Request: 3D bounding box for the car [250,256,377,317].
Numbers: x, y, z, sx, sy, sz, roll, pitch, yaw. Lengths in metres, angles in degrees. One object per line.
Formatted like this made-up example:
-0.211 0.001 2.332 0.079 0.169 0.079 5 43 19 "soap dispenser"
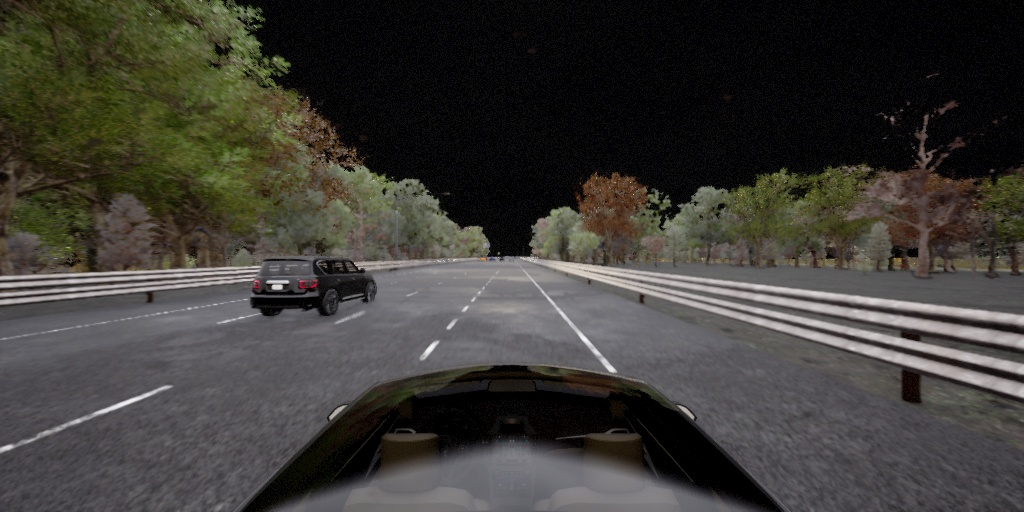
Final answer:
-7.000 1.031 13.374 2.150 2.045 5.566 0 0 0 "car"
